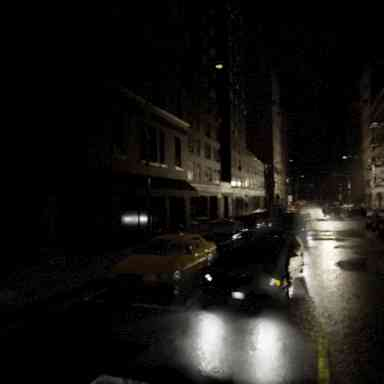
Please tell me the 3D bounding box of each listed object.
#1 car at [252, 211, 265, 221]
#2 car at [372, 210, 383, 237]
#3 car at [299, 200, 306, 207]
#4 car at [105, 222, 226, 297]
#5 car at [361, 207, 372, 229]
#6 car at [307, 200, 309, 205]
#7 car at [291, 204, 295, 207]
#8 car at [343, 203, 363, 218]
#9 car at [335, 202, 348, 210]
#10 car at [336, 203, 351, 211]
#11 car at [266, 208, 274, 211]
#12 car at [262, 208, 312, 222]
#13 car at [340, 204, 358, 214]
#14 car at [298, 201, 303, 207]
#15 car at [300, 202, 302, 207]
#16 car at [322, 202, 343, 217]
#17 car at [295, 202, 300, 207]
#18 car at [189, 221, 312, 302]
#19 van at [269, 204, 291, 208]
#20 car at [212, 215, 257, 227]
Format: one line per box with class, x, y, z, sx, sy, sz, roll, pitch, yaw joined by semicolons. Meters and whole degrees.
car;3.299;2.066;19.869;1.947;1.339;4.313;-2;-2;21
car;10.798;1.810;17.022;1.947;1.339;4.313;-2;-2;21
car;22.480;3.019;70.475;2.008;1.369;4.403;-2;-2;21
car;-0.598;1.825;9.590;1.752;1.417;4.829;-2;-2;21
car;12.775;1.871;22.242;1.752;1.417;4.829;-2;-2;21
car;28.228;3.064;85.663;2.192;1.841;5.009;-2;-2;21
car;10.968;2.330;40.114;1.967;1.590;4.097;-2;-2;21
car;18.470;2.185;37.264;2.008;1.369;4.403;-2;-2;21
car;28.061;2.684;62.566;1.947;1.339;4.313;-2;-2;21
car;26.142;2.587;57.506;1.947;1.339;4.313;-2;-2;21
car;5.217;2.164;24.929;1.947;1.339;4.313;-2;-2;21
car;5.501;1.902;18.525;2.128;1.511;4.902;-2;-2;21
car;22.306;2.379;47.385;2.008;1.369;4.403;-2;-2;21
car;18.582;2.799;60.195;1.752;1.417;4.829;-2;-2;21
car;16.726;2.746;55.292;1.947;1.339;4.313;-2;-2;21
car;16.898;2.260;40.267;1.837;1.490;4.892;-2;-2;21
car;14.746;2.605;50.074;1.752;1.417;4.829;-2;-2;21
car;2.021;1.777;9.270;2.033;1.411;5.357;-2;-2;24
van;9.048;2.134;35.057;1.690;1.788;3.998;-2;-2;21
car;1.381;1.952;14.809;2.008;1.369;4.403;-2;-2;21
